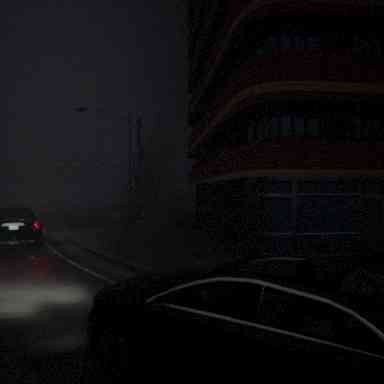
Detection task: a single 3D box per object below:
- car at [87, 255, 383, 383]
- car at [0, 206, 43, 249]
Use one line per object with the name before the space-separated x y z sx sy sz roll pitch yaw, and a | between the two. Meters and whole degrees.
car | 0.783 1.492 3.701 4.902 1.511 2.128 0 0 39
car | -7.668 1.350 14.165 2.097 1.767 4.553 0 0 -30
